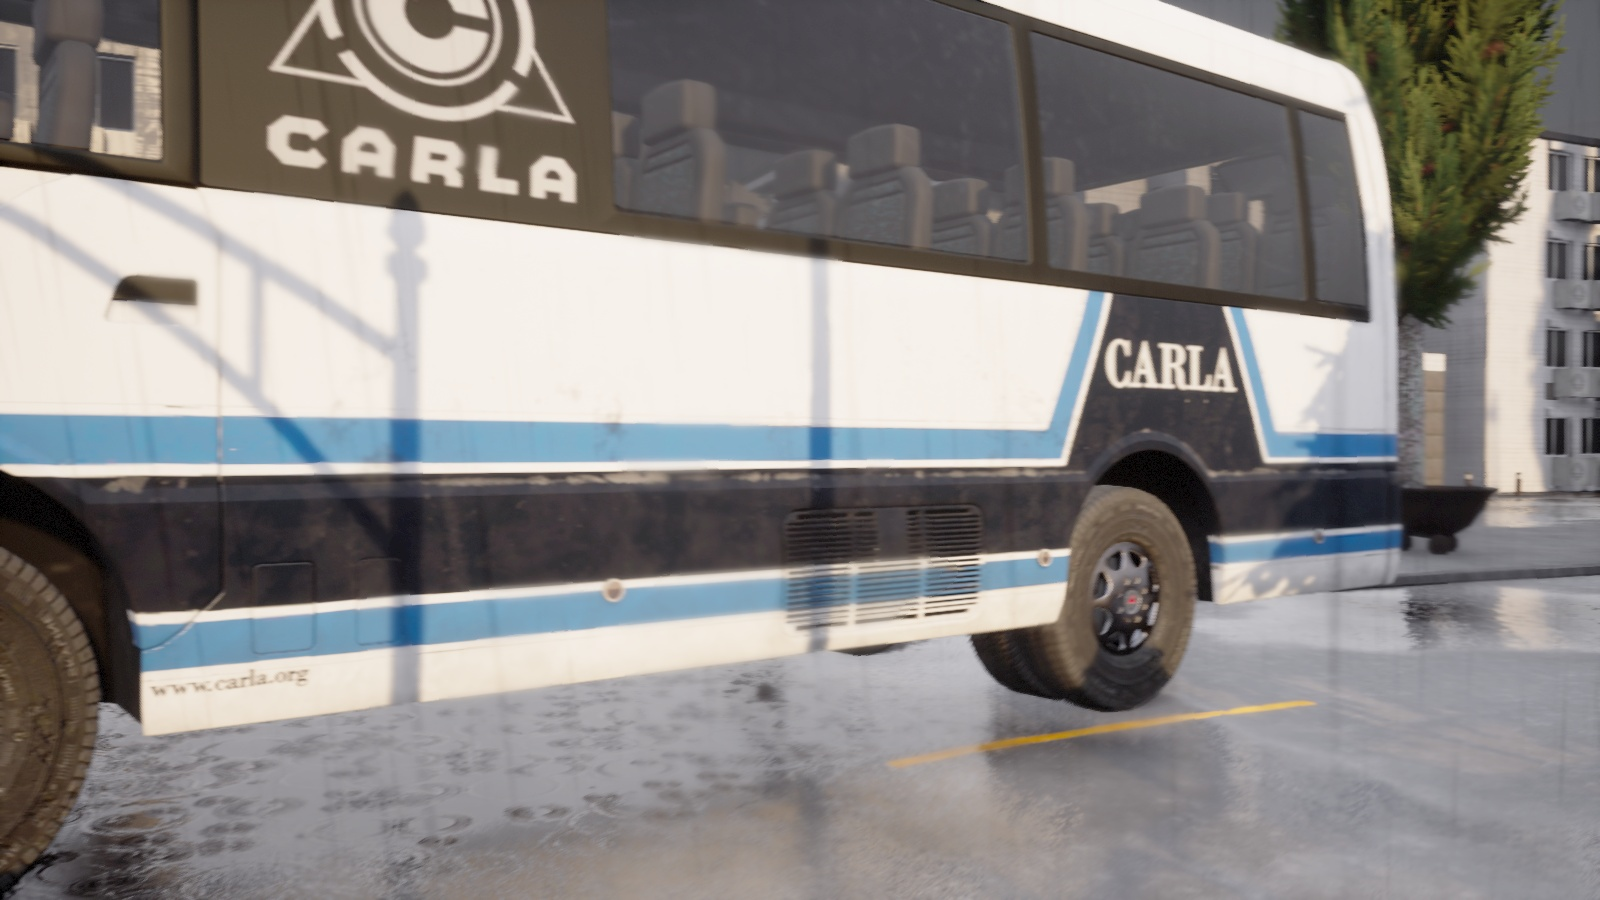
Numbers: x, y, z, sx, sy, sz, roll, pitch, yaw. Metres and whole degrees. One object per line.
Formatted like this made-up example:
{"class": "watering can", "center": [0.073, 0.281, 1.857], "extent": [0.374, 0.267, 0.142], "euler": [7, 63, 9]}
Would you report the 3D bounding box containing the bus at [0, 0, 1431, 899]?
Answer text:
{"class": "bus", "center": [-1.255, -0.676, 6.366], "extent": [10.273, 4.253, 3.944], "euler": [0, 0, -38]}
